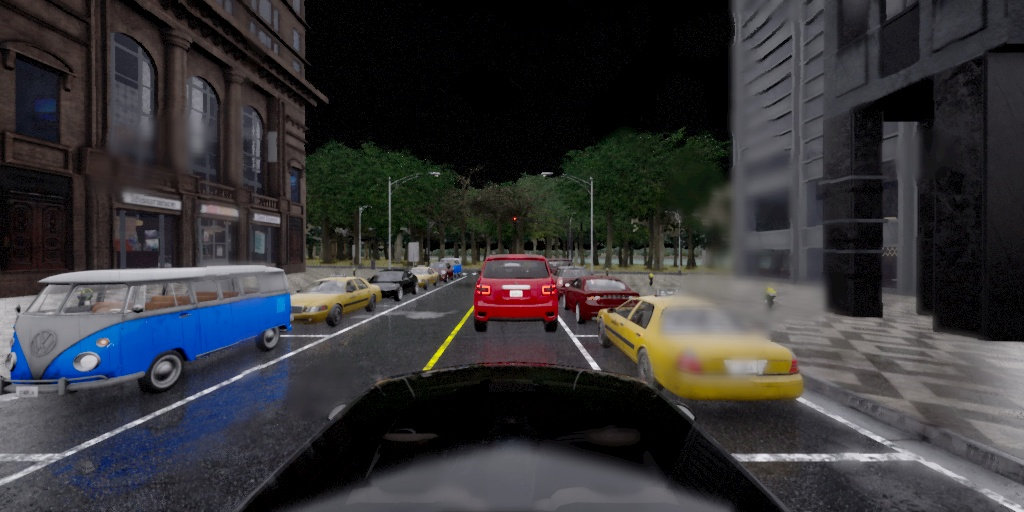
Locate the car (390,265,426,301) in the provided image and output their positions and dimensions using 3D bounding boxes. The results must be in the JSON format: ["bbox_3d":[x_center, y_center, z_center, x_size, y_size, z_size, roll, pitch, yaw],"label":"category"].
[{"bbox_3d":[-5.760,1.315,17.234,1.948,1.339,4.313,0,0,0],"label":"car"}]

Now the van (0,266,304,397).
[{"bbox_3d":[-5.762,1.090,6.360,1.690,1.789,3.998,0,0,0],"label":"van"}]

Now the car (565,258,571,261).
[{"bbox_3d":[2.766,1.065,22.670,2.192,1.841,5.009,0,0,0],"label":"car"}]

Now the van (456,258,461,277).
[{"bbox_3d":[-5.756,1.093,33.547,1.690,1.789,3.998,0,0,0],"label":"van"}]

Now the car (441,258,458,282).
[{"bbox_3d":[-5.758,1.191,28.109,1.967,1.591,4.097,0,0,0],"label":"car"}]

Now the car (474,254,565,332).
[{"bbox_3d":[0.105,0.971,11.053,2.150,2.045,5.566,0,0,0],"label":"car"}]

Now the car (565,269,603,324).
[{"bbox_3d":[2.764,1.294,11.795,1.888,1.381,4.507,0,0,0],"label":"car"}]

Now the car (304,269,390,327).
[{"bbox_3d":[-5.761,1.275,11.627,1.751,1.417,4.829,0,0,0],"label":"car"}]

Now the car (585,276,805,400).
[{"bbox_3d":[2.763,1.275,6.527,1.751,1.417,4.829,0,0,0],"label":"car"}]

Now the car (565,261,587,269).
[{"bbox_3d":[2.765,1.189,17.232,1.967,1.591,4.097,0,0,0],"label":"car"}]

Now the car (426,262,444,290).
[{"bbox_3d":[-5.759,1.276,22.502,1.751,1.417,4.829,0,0,0],"label":"car"}]
